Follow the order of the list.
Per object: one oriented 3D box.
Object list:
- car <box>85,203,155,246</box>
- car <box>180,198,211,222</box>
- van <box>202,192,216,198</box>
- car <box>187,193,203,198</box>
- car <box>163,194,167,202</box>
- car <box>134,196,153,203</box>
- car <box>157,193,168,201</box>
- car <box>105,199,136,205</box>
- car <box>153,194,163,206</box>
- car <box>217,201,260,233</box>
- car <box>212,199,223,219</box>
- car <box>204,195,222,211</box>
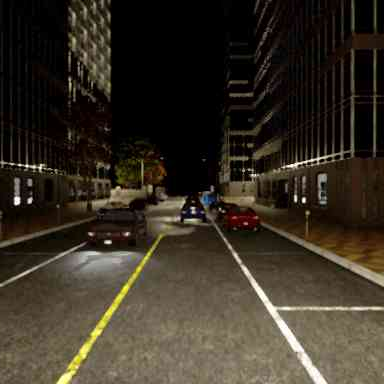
[{"bbox_3d":[-3.104,1.458,14.960,2.033,1.411,5.357,0,0,0],"label":"car"},{"bbox_3d":[0.087,1.400,24.780,2.033,1.411,5.357,0,0,0],"label":"car"},{"bbox_3d":[2.671,1.022,47.330,1.690,1.788,3.998,0,1,0],"label":"van"},{"bbox_3d":[0.080,1.212,41.504,1.882,1.535,5.008,0,1,0],"label":"car"},{"bbox_3d":[-5.797,1.131,58.723,1.947,1.339,4.313,0,1,0],"label":"car"},{"bbox_3d":[-5.708,1.323,35.923,1.887,1.381,4.507,0,0,0],"label":"car"},{"bbox_3d":[-5.848,1.015,65.956,1.752,1.417,4.829,0,1,0],"label":"car"},{"bbox_3d":[-5.703,1.405,24.523,2.008,1.369,4.403,0,0,0],"label":"car"},{"bbox_3d":[-5.712,1.247,47.327,1.947,1.339,4.313,0,1,0],"label":"car"},{"bbox_3d":[2.680,1.433,18.828,1.887,1.381,4.507,0,0,0],"label":"car"},{"bbox_3d":[2.678,1.436,24.526,1.802,1.307,4.206,0,0,0],"label":"car"},{"bbox_3d":[2.673,1.329,35.927,2.008,1.369,4.403,0,0,0],"label":"car"}]
